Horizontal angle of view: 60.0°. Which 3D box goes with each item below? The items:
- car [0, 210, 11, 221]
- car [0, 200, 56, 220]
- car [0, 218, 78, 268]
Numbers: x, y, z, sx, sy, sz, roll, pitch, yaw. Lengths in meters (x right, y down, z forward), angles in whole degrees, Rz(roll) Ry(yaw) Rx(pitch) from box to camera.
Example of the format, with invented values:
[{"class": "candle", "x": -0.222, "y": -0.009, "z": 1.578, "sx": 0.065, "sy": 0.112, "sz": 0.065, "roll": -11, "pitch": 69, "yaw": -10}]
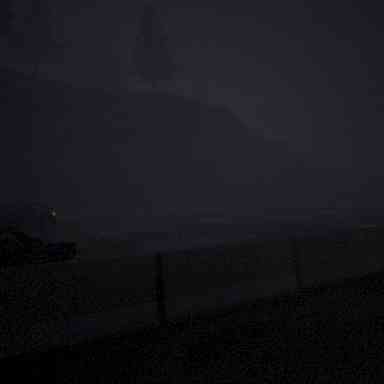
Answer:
[{"class": "car", "x": -8.612, "y": 1.508, "z": 10.619, "sx": 4.674, "sy": 1.442, "sz": 1.812, "roll": 0, "pitch": 0, "yaw": -35}, {"class": "car", "x": -9.896, "y": 1.303, "z": 18.232, "sx": 4.553, "sy": 1.767, "sz": 2.097, "roll": 0, "pitch": 0, "yaw": -34}, {"class": "car", "x": -5.573, "y": 1.582, "z": 8.519, "sx": 4.718, "sy": 1.301, "sz": 1.895, "roll": 0, "pitch": 0, "yaw": -35}]
